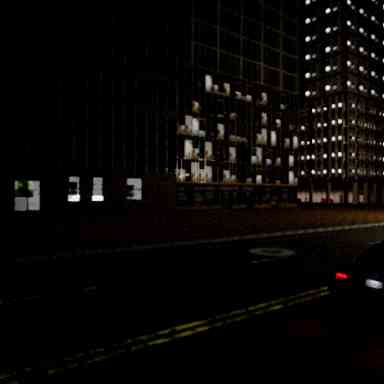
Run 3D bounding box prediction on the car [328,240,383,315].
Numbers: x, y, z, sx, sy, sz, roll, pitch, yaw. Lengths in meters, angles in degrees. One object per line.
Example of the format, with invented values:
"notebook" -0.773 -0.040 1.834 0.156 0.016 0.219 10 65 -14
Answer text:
"car" 5.109 1.625 7.085 5.357 1.411 2.033 1 0 -36
